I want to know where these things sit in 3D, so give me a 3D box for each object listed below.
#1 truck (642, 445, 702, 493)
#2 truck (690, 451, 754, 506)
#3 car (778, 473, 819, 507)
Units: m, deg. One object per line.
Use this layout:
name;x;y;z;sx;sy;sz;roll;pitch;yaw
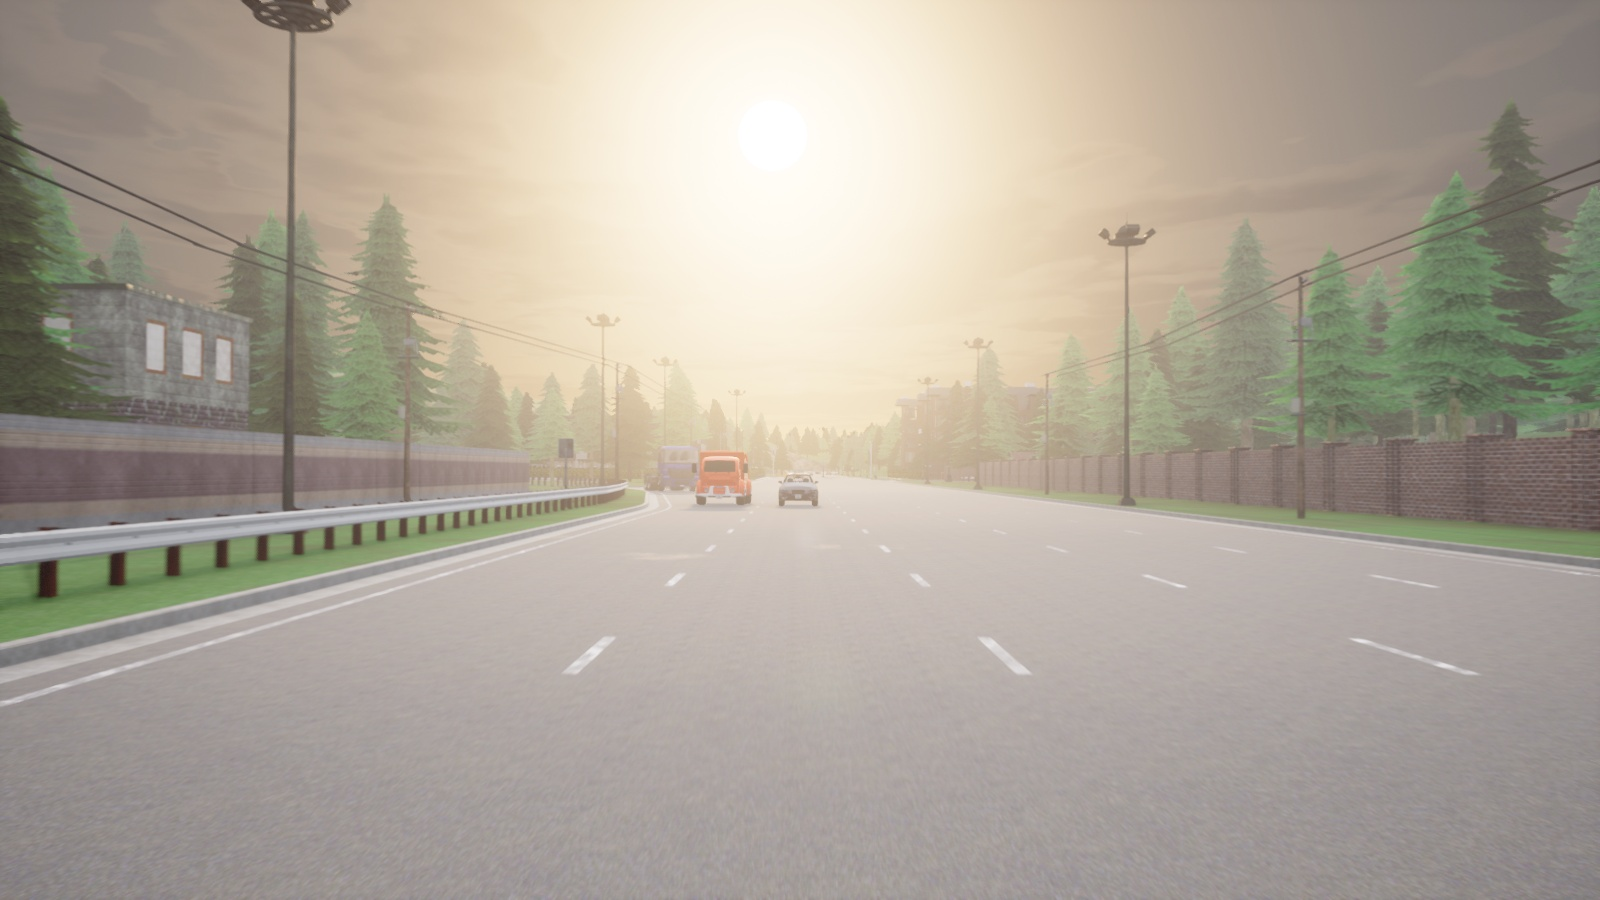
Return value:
truck;-9.809;1.464;95.672;2.891;3.462;7.936;0;-1;-18
truck;-3.574;1.316;58.501;2.627;2.467;5.204;0;-1;0
car;-0.070;1.776;56.877;1.816;1.474;4.193;0;-1;0
